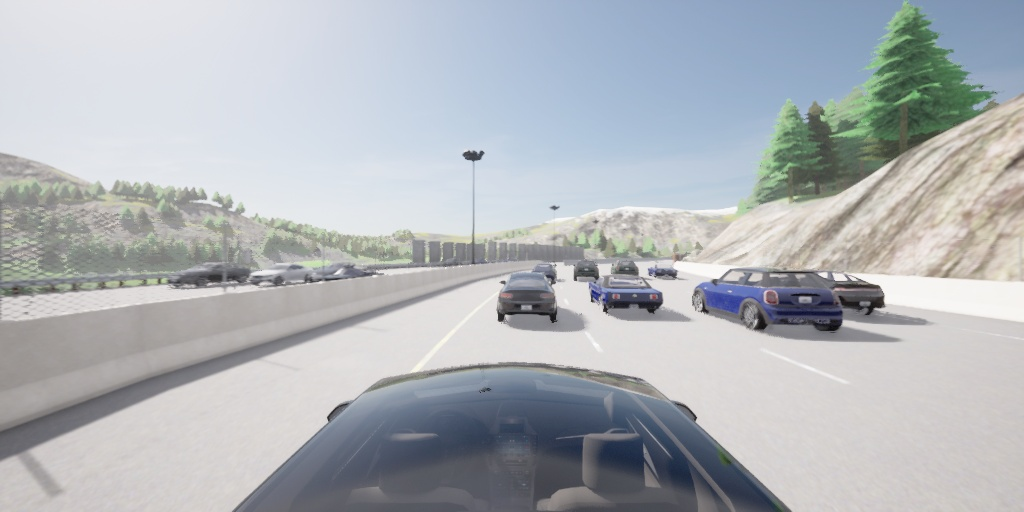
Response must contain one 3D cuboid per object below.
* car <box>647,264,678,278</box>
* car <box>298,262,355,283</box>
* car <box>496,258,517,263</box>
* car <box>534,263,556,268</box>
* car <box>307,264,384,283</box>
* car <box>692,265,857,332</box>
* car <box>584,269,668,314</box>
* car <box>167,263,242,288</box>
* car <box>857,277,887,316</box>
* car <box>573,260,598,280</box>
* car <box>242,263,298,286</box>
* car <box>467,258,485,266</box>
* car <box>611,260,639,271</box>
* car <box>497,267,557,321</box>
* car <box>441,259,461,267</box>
[{"bbox_3d":[13.936,1.384,33.486,1.895,1.301,4.718,0,0,11],"label":"car"},{"bbox_3d":[-12.372,1.212,25.595,2.128,1.511,4.902,0,0,8],"label":"car"},{"bbox_3d":[-0.506,1.100,60.766,2.097,1.767,4.553,0,0,19],"label":"car"},{"bbox_3d":[2.794,1.320,30.845,1.994,1.385,4.181,0,0,10],"label":"car"},{"bbox_3d":[-9.422,1.328,21.087,1.895,1.301,4.718,0,0,6],"label":"car"},{"bbox_3d":[7.500,1.120,11.141,2.097,1.767,4.553,0,0,3],"label":"car"},{"bbox_3d":[4.151,1.361,13.930,1.895,1.301,4.718,0,0,4],"label":"car"},{"bbox_3d":[-19.675,1.194,23.580,2.128,1.511,4.902,0,0,7],"label":"car"},{"bbox_3d":[11.162,1.268,13.563,2.128,1.511,4.902,0,0,4],"label":"car"},{"bbox_3d":[6.448,1.117,31.411,2.097,1.767,4.553,0,0,10],"label":"car"},{"bbox_3d":[-15.959,1.237,25.197,1.812,1.442,4.674,0,0,8],"label":"car"},{"bbox_3d":[-6.387,1.087,65.161,2.097,1.767,4.553,0,0,20],"label":"car"},{"bbox_3d":[10.297,1.126,32.963,2.097,1.767,4.553,0,0,11],"label":"car"},{"bbox_3d":[0.543,1.277,12.339,1.812,1.442,4.674,0,0,3],"label":"car"},{"bbox_3d":[-10.680,1.227,63.418,1.837,1.490,4.892,0,0,19],"label":"car"}]
